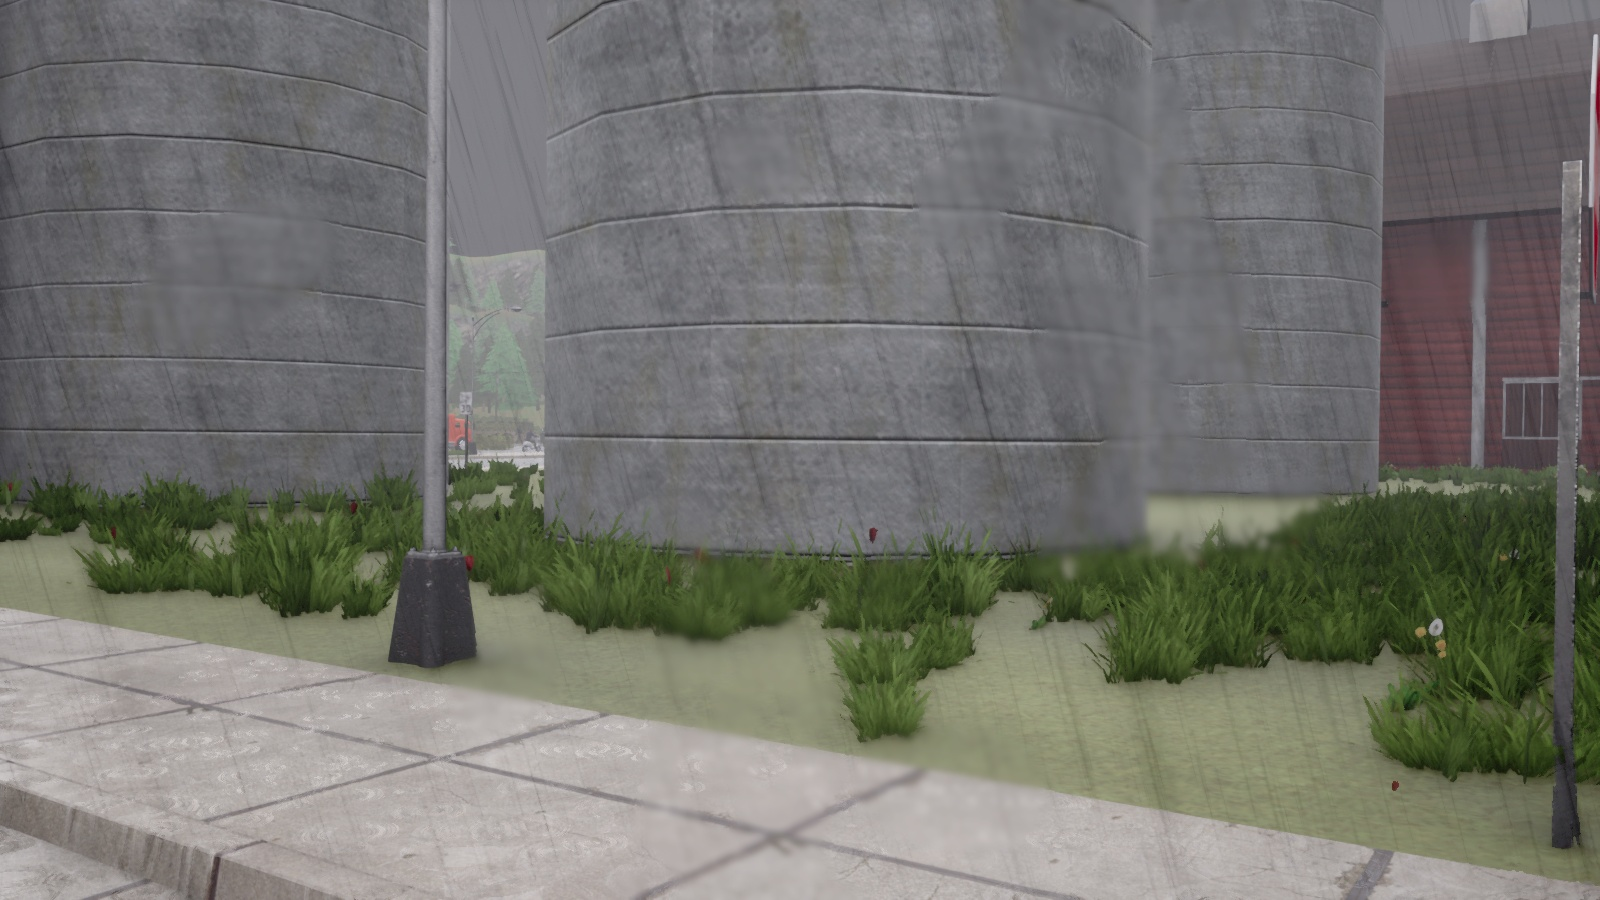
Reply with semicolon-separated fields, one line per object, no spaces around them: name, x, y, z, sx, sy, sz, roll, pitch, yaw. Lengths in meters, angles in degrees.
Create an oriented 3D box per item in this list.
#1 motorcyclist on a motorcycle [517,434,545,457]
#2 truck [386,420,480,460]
motorcyclist on a motorcycle;-18.486;-0.327;86.390;0.866;1.590;1.817;0;1;33
truck;-23.117;-0.631;79.300;2.627;2.467;5.204;0;1;33
